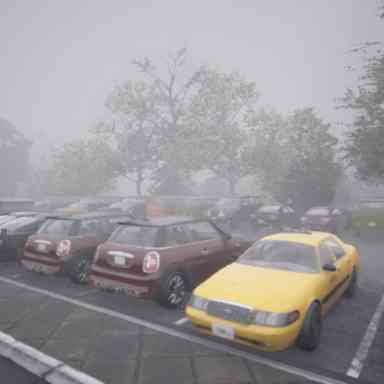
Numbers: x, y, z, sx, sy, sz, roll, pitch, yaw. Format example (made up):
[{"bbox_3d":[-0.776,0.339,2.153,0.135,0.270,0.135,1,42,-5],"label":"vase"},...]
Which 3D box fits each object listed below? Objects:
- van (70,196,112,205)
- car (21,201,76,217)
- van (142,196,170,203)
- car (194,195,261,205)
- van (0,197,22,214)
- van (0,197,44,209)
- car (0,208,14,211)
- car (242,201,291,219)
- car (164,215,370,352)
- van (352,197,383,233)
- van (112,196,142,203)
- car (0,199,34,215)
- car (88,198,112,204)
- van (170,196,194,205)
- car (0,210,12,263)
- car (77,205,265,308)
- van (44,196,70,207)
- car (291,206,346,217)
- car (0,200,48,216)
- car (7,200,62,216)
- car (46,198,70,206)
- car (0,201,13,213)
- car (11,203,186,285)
[{"bbox_3d":[-8.290,1.348,30.095,1.878,1.987,4.442,-1,-1,36],"label":"van"},{"bbox_3d":[-14.978,1.709,35.020,2.231,1.521,4.892,-1,-1,36],"label":"car"},{"bbox_3d":[-1.410,1.276,25.456,1.878,1.987,4.442,0,0,36],"label":"van"},{"bbox_3d":[2.909,1.251,22.186,2.435,2.045,5.566,0,0,36],"label":"car"},{"bbox_3d":[-23.918,1.661,41.572,1.878,1.987,4.442,-1,-1,36],"label":"van"},{"bbox_3d":[-9.277,1.277,14.716,1.878,1.987,4.442,0,0,36],"label":"van"},{"bbox_3d":[-6.951,1.543,13.196,2.002,1.452,4.674,0,0,36],"label":"car"},{"bbox_3d":[5.276,1.502,20.519,2.097,1.535,5.008,0,0,36],"label":"car"},{"bbox_3d":[1.969,1.499,6.579,1.946,1.575,5.366,0,0,36],"label":"car"},{"bbox_3d":[9.750,1.276,17.466,1.878,1.987,4.442,0,0,36],"label":"van"},{"bbox_3d":[-3.906,1.276,26.957,1.878,1.987,4.442,-1,0,36],"label":"van"},{"bbox_3d":[-21.752,1.716,39.838,2.185,1.767,4.553,-1,-1,36],"label":"car"},{"bbox_3d":[-5.964,1.529,28.580,2.097,1.535,5.008,-1,-1,36],"label":"car"},{"bbox_3d":[0.741,1.276,23.917,1.878,1.987,4.442,0,0,36],"label":"van"},{"bbox_3d":[-4.698,1.503,11.574,2.097,1.535,5.008,0,0,36],"label":"car"},{"bbox_3d":[-0.198,1.377,8.321,2.185,1.767,4.553,0,0,36],"label":"car"},{"bbox_3d":[-12.657,1.437,33.509,1.878,1.987,4.442,-1,-1,36],"label":"van"},{"bbox_3d":[7.531,1.542,18.909,2.002,1.452,4.674,0,0,36],"label":"car"},{"bbox_3d":[-19.584,1.799,38.318,2.097,1.535,5.008,-1,-1,36],"label":"car"},{"bbox_3d":[-17.230,1.752,36.633,2.097,1.535,5.008,-1,-1,36],"label":"car"},{"bbox_3d":[-10.577,1.616,31.649,1.946,1.575,5.366,-1,-1,36],"label":"car"},{"bbox_3d":[-26.240,1.932,43.082,2.231,1.521,4.892,-1,-1,36],"label":"car"},{"bbox_3d":[-2.456,1.377,9.937,2.185,1.767,4.553,0,0,36],"label":"car"}]
